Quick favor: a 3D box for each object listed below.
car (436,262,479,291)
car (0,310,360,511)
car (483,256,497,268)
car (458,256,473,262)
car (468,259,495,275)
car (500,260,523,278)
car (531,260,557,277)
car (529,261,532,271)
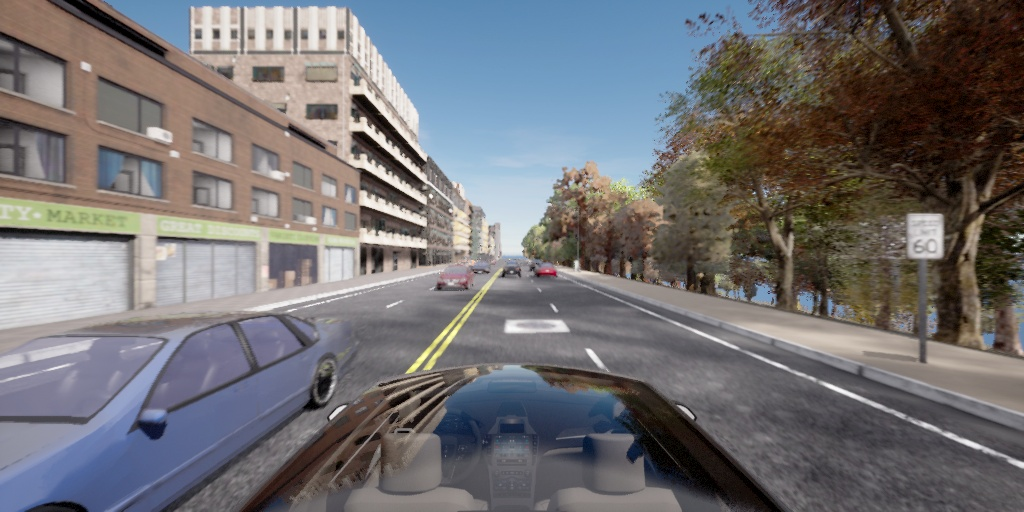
[{"bbox_3d":[-3.354,1.273,22.048,1.812,1.442,4.674,0,0,0],"label":"car"},{"bbox_3d":[-3.350,1.299,3.423,2.033,1.411,5.357,0,0,0],"label":"car"},{"bbox_3d":[-3.291,0.751,51.466,2.097,1.767,4.553,0,0,0],"label":"car"},{"bbox_3d":[-6.541,0.751,51.463,2.097,1.767,4.553,0,0,0],"label":"car"},{"bbox_3d":[-3.281,1.298,39.636,2.033,1.411,5.357,0,0,0],"label":"car"},{"bbox_3d":[-0.025,1.271,34.378,1.812,1.442,4.674,0,0,0],"label":"car"},{"bbox_3d":[3.226,1.310,34.762,1.994,1.385,4.181,0,0,0],"label":"car"},{"bbox_3d":[3.242,1.250,47.516,1.837,1.490,4.892,0,0,0],"label":"car"}]
